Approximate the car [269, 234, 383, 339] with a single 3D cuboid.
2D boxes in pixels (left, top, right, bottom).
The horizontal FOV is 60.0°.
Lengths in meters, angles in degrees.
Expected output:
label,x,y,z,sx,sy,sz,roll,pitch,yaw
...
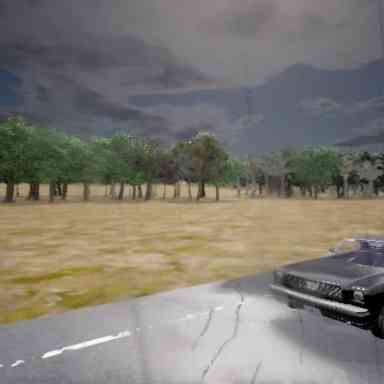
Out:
label,x,y,z,sx,sy,sz,roll,pitch,yaw
car,3.737,1.595,6.657,4.718,1.301,1.895,0,0,-35
